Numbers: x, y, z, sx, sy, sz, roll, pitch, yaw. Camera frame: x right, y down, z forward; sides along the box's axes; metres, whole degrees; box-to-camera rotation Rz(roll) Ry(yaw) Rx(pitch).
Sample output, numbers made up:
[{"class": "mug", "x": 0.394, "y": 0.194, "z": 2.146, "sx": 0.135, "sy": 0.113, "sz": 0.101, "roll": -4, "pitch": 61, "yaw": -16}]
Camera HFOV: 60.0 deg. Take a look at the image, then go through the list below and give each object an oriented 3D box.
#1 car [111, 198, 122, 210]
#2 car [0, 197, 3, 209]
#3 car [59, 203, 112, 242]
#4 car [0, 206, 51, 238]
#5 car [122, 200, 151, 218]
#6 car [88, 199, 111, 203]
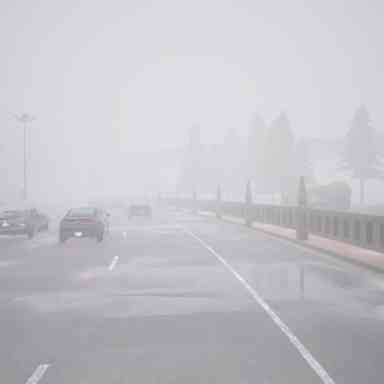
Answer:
[{"class": "car", "x": -9.758, "y": 1.518, "z": 42.713, "sx": 1.812, "sy": 1.442, "sz": 4.674, "roll": 0, "pitch": 0, "yaw": -24}, {"class": "car", "x": -26.770, "y": 1.483, "z": 44.992, "sx": 2.128, "sy": 1.511, "sz": 4.902, "roll": 0, "pitch": 0, "yaw": -30}, {"class": "car", "x": -5.177, "y": 1.501, "z": 16.314, "sx": 1.837, "sy": 1.490, "sz": 4.892, "roll": 0, "pitch": 0, "yaw": -10}, {"class": "car", "x": -8.900, "y": 1.544, "z": 17.510, "sx": 2.033, "sy": 1.411, "sz": 5.357, "roll": 0, "pitch": 0, "yaw": -12}, {"class": "car", "x": -4.911, "y": 1.472, "z": 29.926, "sx": 1.882, "sy": 1.535, "sz": 5.008, "roll": 0, "pitch": 0, "yaw": -17}, {"class": "car", "x": -9.670, "y": 1.541, "z": 33.357, "sx": 2.033, "sy": 1.411, "sz": 5.357, "roll": 0, "pitch": 0, "yaw": -20}]
